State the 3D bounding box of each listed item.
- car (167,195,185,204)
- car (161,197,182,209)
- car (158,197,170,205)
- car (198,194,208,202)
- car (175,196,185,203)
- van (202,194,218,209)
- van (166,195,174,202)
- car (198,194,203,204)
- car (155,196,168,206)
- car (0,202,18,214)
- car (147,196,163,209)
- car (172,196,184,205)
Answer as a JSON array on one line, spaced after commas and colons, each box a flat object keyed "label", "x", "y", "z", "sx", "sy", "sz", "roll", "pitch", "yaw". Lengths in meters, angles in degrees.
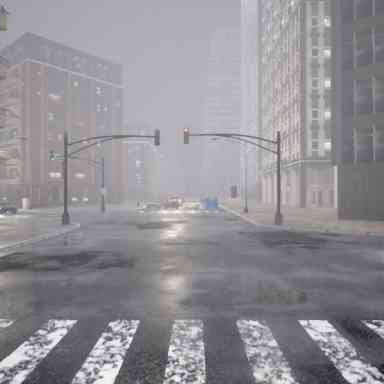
[{"label": "car", "x": -2.708, "y": 1.443, "z": 54.243, "sx": 2.097, "sy": 1.767, "sz": 4.553, "roll": 0, "pitch": 0, "yaw": 0}, {"label": "car", "x": -2.733, "y": 1.668, "z": 45.117, "sx": 1.895, "sy": 1.301, "sz": 4.718, "roll": 0, "pitch": 0, "yaw": 0}, {"label": "car", "x": -5.180, "y": 1.683, "z": 62.645, "sx": 1.947, "sy": 1.339, "sz": 4.313, "roll": 0, "pitch": 0, "yaw": 0}, {"label": "car", "x": 2.747, "y": 1.512, "z": 84.839, "sx": 2.192, "sy": 1.841, "sz": 5.009, "roll": 0, "pitch": 0, "yaw": 0}, {"label": "car", "x": -2.593, "y": 1.707, "z": 73.965, "sx": 1.994, "sy": 1.385, "sz": 4.181, "roll": 0, "pitch": 0, "yaw": 0}, {"label": "van", "x": 2.666, "y": 1.410, "z": 45.971, "sx": 1.690, "sy": 1.788, "sz": 3.998, "roll": 0, "pitch": 0, "yaw": 0}, {"label": "van", "x": -5.144, "y": 1.515, "z": 79.302, "sx": 1.690, "sy": 1.788, "sz": 3.998, "roll": 0, "pitch": 0, "yaw": 0}, {"label": "car", "x": 2.712, "y": 1.680, "z": 68.180, "sx": 1.887, "sy": 1.381, "sz": 4.507, "roll": 0, "pitch": 0, "yaw": 0}, {"label": "car", "x": -5.191, "y": 1.539, "z": 57.093, "sx": 1.967, "sy": 1.590, "sz": 4.097, "roll": 0, "pitch": 0, "yaw": 0}, {"label": "car", "x": -21.068, "y": 1.808, "z": 36.693, "sx": 4.718, "sy": 1.301, "sz": 1.895, "roll": -1, "pitch": -1, "yaw": 41}, {"label": "car", "x": -5.215, "y": 1.594, "z": 45.818, "sx": 1.752, "sy": 1.417, "sz": 4.829, "roll": 0, "pitch": 0, "yaw": 0}, {"label": "car", "x": -2.661, "y": 1.613, "z": 64.083, "sx": 2.128, "sy": 1.511, "sz": 4.902, "roll": 0, "pitch": 0, "yaw": 1}]
